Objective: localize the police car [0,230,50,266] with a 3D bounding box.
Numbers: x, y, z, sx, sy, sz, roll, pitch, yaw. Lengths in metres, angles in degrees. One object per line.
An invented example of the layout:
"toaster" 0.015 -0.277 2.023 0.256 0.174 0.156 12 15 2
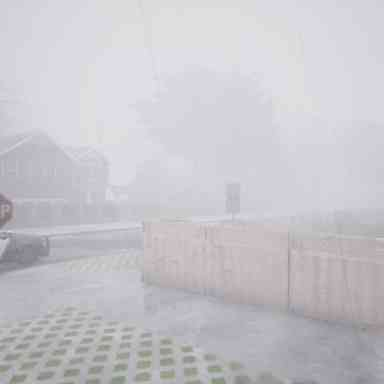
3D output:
"police car" -7.038 1.654 10.384 2.038 1.542 4.974 1 -1 36

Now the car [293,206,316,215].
"car" 15.550 2.642 45.856 1.994 1.385 4.181 1 -1 36
